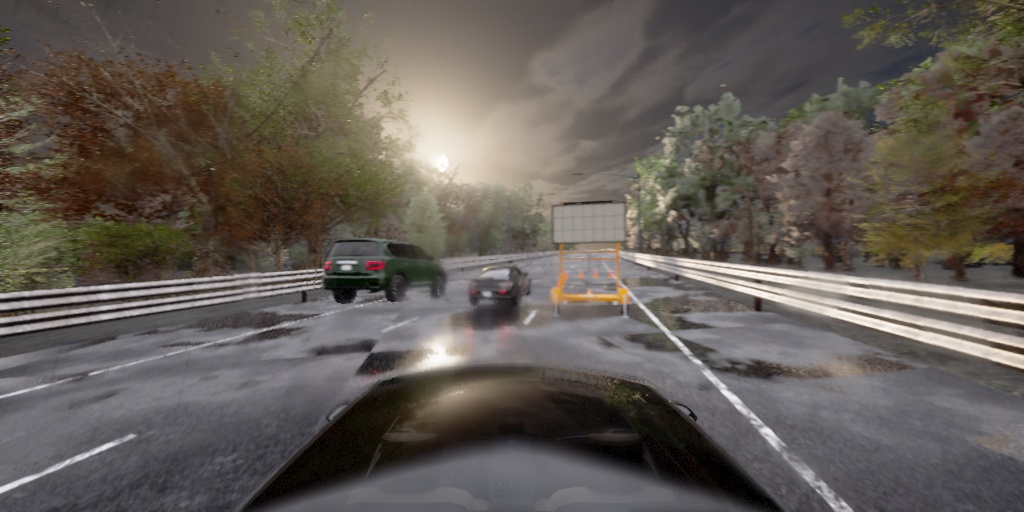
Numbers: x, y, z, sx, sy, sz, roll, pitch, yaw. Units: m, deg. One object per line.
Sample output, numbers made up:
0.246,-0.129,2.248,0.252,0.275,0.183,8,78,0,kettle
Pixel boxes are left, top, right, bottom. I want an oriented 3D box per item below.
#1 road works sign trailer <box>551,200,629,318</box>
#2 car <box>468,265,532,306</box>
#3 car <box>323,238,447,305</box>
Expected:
2.602,-0.011,11.957,2.380,3.560,2.880,0,0,12,road works sign trailer
-0.365,1.079,14.418,1.812,1.442,4.674,-1,1,12,car
-4.288,0.516,13.114,2.150,2.045,5.566,0,-2,12,car
